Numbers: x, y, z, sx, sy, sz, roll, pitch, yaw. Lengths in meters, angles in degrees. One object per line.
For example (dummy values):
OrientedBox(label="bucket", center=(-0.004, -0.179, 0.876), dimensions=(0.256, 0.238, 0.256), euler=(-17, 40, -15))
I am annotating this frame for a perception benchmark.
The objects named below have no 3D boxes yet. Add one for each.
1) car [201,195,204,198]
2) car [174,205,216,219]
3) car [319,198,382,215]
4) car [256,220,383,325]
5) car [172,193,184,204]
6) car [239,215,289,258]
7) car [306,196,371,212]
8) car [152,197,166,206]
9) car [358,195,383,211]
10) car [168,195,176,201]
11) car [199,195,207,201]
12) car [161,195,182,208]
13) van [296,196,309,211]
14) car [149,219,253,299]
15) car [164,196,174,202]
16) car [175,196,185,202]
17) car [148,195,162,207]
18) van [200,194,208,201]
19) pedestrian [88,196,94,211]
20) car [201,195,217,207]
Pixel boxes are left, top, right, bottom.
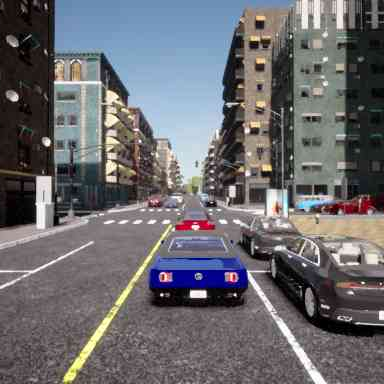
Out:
OrientedBox(label="car", center=(2.888, 1.603, 56.332), dimensions=(1.802, 1.307, 4.206), euler=(1, 0, 0))
OrientedBox(label="car", center=(0.152, 1.570, 17.249), dimensions=(1.994, 1.385, 4.181), euler=(0, 0, 0))
OrientedBox(label="car", center=(13.800, 1.413, 29.163), dimensions=(4.206, 1.307, 1.802), euler=(0, 0, 1))
OrientedBox(label="car", center=(2.854, 1.553, 6.998), dimensions=(2.008, 1.369, 4.403), euler=(1, 0, 0))
OrientedBox(label="car", center=(-2.859, 1.238, 61.963), dimensions=(2.150, 2.045, 5.566), euler=(0, 1, 1))
OrientedBox(label="car", center=(2.872, 1.555, 12.568), dimensions=(2.008, 1.369, 4.403), euler=(1, 0, 0))
OrientedBox(label="car", center=(15.289, 1.453, 34.946), dimensions=(5.357, 1.411, 2.033), euler=(0, -1, 1))
OrientedBox(label="car", center=(-5.492, 1.566, 56.400), dimensions=(1.887, 1.381, 4.507), euler=(1, 0, 0))
OrientedBox(label="car", center=(19.415, 1.228, 37.487), dimensions=(5.009, 1.841, 2.192), euler=(0, 0, 1))
OrientedBox(label="car", center=(-5.381, 1.603, 89.826), dimensions=(1.947, 1.339, 4.313), euler=(1, 0, 0))
OrientedBox(label="car", center=(2.999, 1.582, 89.758), dimensions=(1.887, 1.381, 4.507), euler=(1, 0, 0))
OrientedBox(label="car", center=(-2.940, 1.565, 48.751), dimensions=(2.033, 1.411, 5.357), euler=(0, 0, 1))
OrientedBox(label="van", center=(13.888, 1.296, 37.544), dimensions=(3.998, 1.788, 1.690), euler=(0, 0, 1))
OrientedBox(label="car", center=(0.127, 1.603, 8.386), dimensions=(1.895, 1.301, 4.718), euler=(0, 0, 0))
OrientedBox(label="car", center=(-5.418, 1.597, 78.684), dimensions=(1.947, 1.339, 4.313), euler=(1, 0, 0))
OrientedBox(label="car", center=(-2.748, 1.583, 75.957), dimensions=(1.994, 1.385, 4.181), euler=(0, 0, 0))
OrientedBox(label="car", center=(-5.507, 1.334, 50.829), dimensions=(2.192, 1.841, 5.009), euler=(1, 0, 0))
OrientedBox(label="van", center=(2.965, 1.373, 78.618), dimensions=(1.690, 1.788, 3.998), euler=(1, 0, 0))
OrientedBox(label="pedestrian", center=(-12.393, 1.347, 40.777), dimensions=(0.375, 1.860, 0.375), euler=(0, 0, 1))
OrientedBox(label="car", center=(2.869, 1.585, 50.761), dimensions=(1.947, 1.339, 4.313), euler=(1, 0, 0))
